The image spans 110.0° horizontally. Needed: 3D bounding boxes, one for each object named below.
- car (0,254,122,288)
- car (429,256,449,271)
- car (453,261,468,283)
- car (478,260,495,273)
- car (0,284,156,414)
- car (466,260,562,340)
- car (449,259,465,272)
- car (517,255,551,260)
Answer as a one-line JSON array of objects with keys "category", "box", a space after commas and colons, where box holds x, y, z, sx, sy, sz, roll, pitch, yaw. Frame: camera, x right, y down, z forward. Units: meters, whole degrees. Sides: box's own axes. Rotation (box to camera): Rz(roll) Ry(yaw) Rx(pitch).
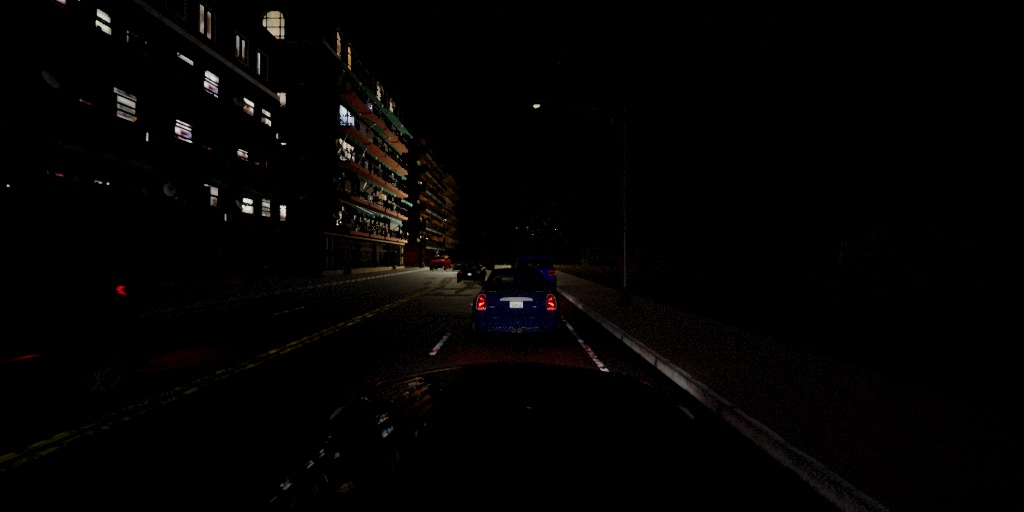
[{"category": "car", "box": [-9.853, 0.973, 5.834, 2.150, 2.045, 5.566, 0, 0, 0]}, {"category": "car", "box": [-9.842, 0.988, 49.466, 2.150, 2.045, 5.566, 0, 0, 0]}, {"category": "car", "box": [-3.148, 1.325, 28.571, 1.994, 1.385, 4.181, 0, 0, 0]}, {"category": "car", "box": [-3.143, 1.291, 45.427, 1.812, 1.442, 4.674, 0, 0, 0]}, {"category": "car", "box": [-6.604, 1.256, 3.633, 1.837, 1.490, 4.892, 0, 0, 0]}, {"category": "car", "box": [0.098, 1.106, 10.117, 2.097, 1.767, 4.553, 0, 0, 0]}, {"category": "car", "box": [-6.593, 1.291, 46.670, 1.812, 1.442, 4.674, 0, 0, 0]}, {"category": "car", "box": [1.138, 0.983, 19.692, 2.150, 2.045, 5.566, 0, 0, 0]}]
